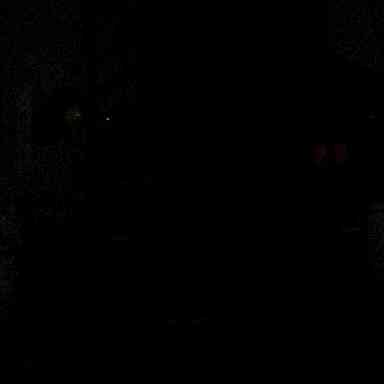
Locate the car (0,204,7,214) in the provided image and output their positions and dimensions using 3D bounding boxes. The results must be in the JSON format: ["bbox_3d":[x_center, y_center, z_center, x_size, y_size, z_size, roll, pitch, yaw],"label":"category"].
[{"bbox_3d":[-29.540,2.643,50.653,2.128,1.511,4.902,-1,0,-37],"label":"car"}]
